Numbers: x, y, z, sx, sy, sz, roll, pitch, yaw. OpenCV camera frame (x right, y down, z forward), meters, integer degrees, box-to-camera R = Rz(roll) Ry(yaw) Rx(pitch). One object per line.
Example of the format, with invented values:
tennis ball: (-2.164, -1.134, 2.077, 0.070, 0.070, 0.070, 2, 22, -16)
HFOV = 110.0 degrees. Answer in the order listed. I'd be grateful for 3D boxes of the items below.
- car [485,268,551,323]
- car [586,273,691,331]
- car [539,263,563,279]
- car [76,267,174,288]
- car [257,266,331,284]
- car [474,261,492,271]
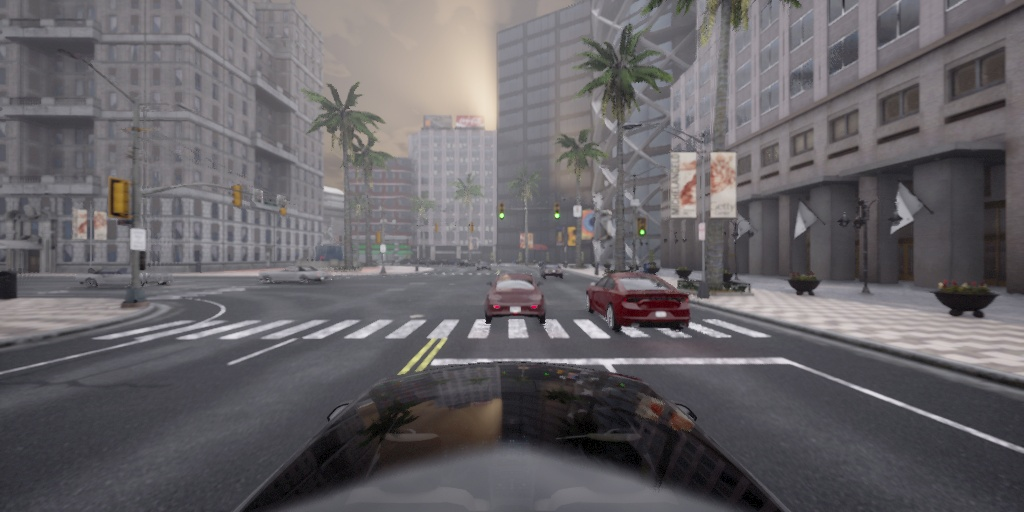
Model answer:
car: (0.099, 1.296, 12.139, 1.812, 1.442, 4.674, 0, 0, 0)
car: (3.597, 1.246, 11.129, 1.882, 1.535, 5.008, 0, 0, 0)
car: (3.603, 1.361, 33.541, 2.033, 1.411, 5.357, 0, 0, 0)
car: (-25.408, 1.395, 23.686, 4.718, 1.301, 1.895, 0, 0, 0)
car: (-16.549, 1.402, 27.258, 4.718, 1.301, 1.895, 0, 0, 4)
car: (-3.898, 1.410, 50.288, 1.994, 1.385, 4.181, 0, 0, -3)
